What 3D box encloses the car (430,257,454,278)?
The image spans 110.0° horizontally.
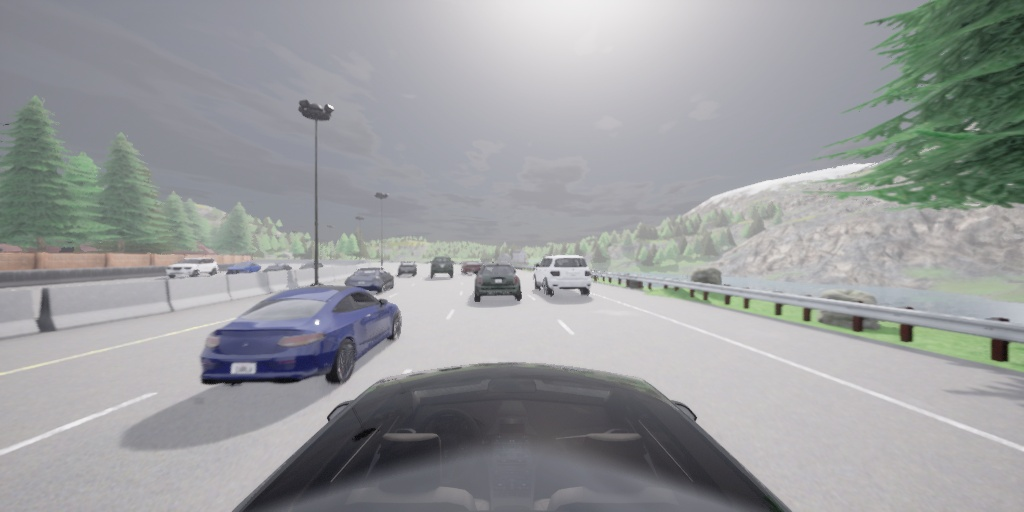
[{"bbox_3d":[-7.109,1.076,36.280,2.150,2.045,5.566,0,0,-12],"label":"car"}]

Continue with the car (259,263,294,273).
[{"bbox_3d":[-26.579,1.500,40.957,1.994,1.385,4.181,0,0,-15],"label":"car"}]

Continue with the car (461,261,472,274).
[{"bbox_3d":[-4.938,1.336,42.430,1.882,1.535,5.008,0,0,-14],"label":"car"}]

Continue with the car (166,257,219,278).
[{"bbox_3d":[-32.730,1.171,36.939,2.150,2.045,5.566,0,0,-14],"label":"car"}]

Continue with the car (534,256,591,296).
[{"bbox_3d":[2.616,1.003,19.713,2.150,2.045,5.566,0,0,-6],"label":"car"}]

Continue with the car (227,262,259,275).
[{"bbox_3d":[-30.039,1.425,40.378,1.882,1.535,5.008,0,0,-15],"label":"car"}]

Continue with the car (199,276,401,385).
[{"bbox_3d":[-3.588,1.301,6.981,1.812,1.442,4.674,0,0,-2],"label":"car"}]

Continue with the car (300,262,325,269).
[{"bbox_3d":[-23.178,1.432,41.791,1.837,1.490,4.892,0,-1,-15],"label":"car"}]

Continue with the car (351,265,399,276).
[{"bbox_3d":[-8.158,1.387,20.838,1.994,1.385,4.181,0,0,-7],"label":"car"}]

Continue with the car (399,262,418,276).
[{"bbox_3d":[-11.391,1.367,39.117,2.128,1.511,4.902,0,0,-14],"label":"car"}]

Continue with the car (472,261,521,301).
[{"bbox_3d":[-0.820,1.140,17.891,2.097,1.767,4.553,0,0,-6],"label":"car"}]
